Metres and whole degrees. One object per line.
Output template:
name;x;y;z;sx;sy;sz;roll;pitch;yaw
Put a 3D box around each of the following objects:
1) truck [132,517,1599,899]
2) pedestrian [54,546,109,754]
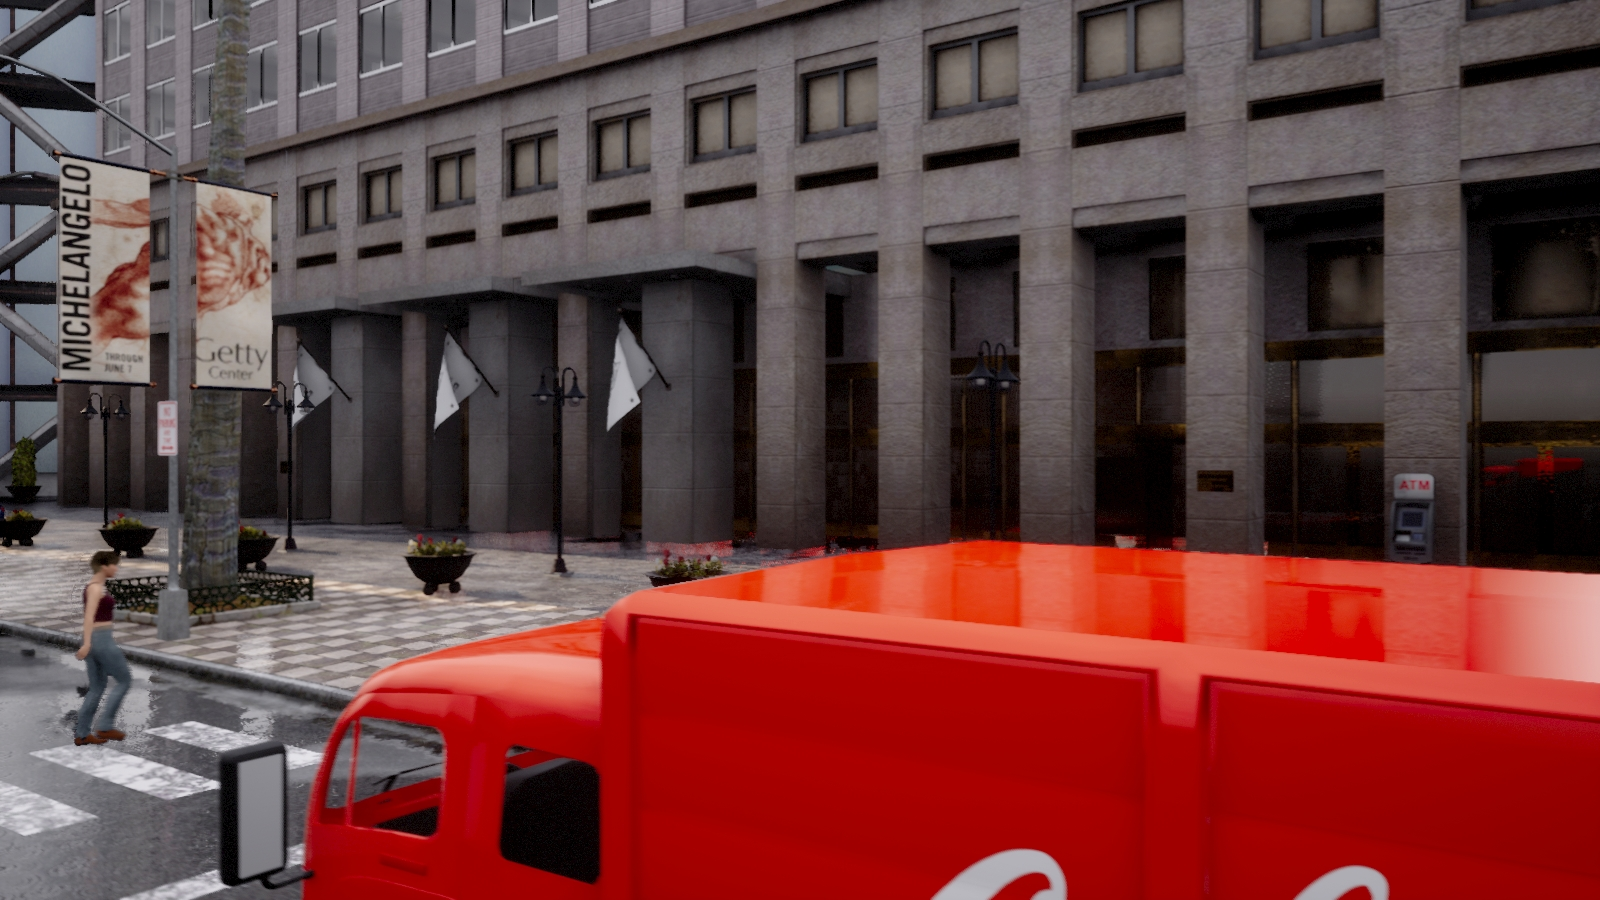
truck;0.737;1.565;3.287;5.204;2.467;2.627;0;0;35
pedestrian;-6.725;1.850;10.695;0.375;1.860;0.375;0;0;-42
